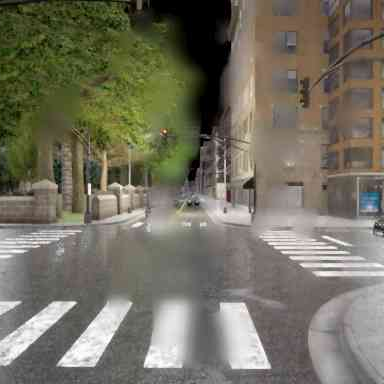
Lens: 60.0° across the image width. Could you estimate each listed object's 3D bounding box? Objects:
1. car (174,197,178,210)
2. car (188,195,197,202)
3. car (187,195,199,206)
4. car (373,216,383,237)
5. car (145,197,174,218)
[{"bbox_3d":[-3.019,1.562,39.797,1.895,1.301,4.718,0,0,0],"label":"car"},{"bbox_3d":[0.183,1.423,70.670,1.812,1.442,4.674,0,0,0],"label":"car"},{"bbox_3d":[0.207,1.534,53.503,1.895,1.301,4.718,0,0,0],"label":"car"},{"bbox_3d":[10.999,1.365,15.485,4.553,1.767,2.097,0,0,0],"label":"car"},{"bbox_3d":[-3.026,1.471,29.714,2.128,1.511,4.902,0,0,0],"label":"car"}]
